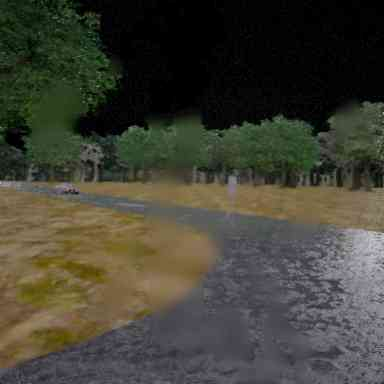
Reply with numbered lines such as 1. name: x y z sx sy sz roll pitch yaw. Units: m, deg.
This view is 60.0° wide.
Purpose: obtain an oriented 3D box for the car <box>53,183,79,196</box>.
1. car: -14.786 -0.371 39.075 1.994 1.385 4.181 3 1 -40
